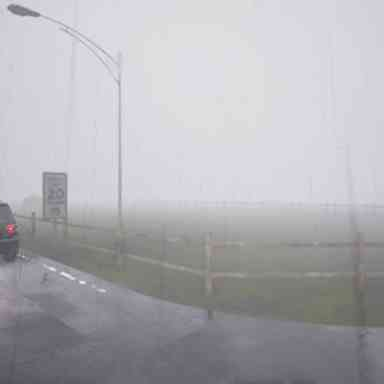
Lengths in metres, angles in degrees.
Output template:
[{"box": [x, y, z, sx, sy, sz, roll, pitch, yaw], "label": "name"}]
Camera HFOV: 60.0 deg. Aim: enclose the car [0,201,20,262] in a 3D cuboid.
[{"box": [-7.800, 1.309, 11.702, 2.150, 2.045, 5.566, 0, -1, -41], "label": "car"}]
